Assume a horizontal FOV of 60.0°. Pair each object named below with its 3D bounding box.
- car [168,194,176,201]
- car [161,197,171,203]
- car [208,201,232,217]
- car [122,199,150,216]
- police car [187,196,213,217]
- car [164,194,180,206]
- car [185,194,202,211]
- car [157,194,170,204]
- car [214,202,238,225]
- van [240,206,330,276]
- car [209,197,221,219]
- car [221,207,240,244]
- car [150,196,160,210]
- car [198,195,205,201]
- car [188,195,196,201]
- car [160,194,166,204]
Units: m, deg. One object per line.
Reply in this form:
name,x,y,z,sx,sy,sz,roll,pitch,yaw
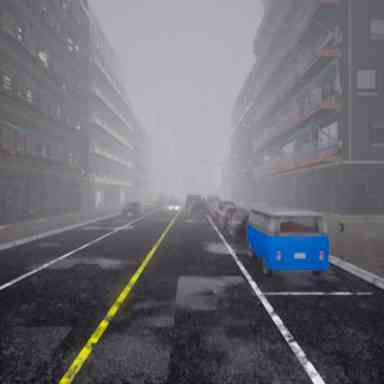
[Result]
car,-5.675,1.452,94.688,2.192,1.841,5.009,0,0,0
car,-5.680,1.692,72.142,1.802,1.307,4.206,0,0,0
car,2.696,1.607,32.681,2.008,1.369,4.403,0,0,0
car,-5.685,1.622,32.685,1.947,1.339,4.313,0,0,0
police car,0.766,1.479,32.294,1.930,1.638,5.238,0,0,0
car,-3.054,1.582,57.153,2.128,1.511,4.902,0,0,0
car,0.439,1.284,42.265,2.150,2.045,5.566,-1,0,6
car,-5.679,1.418,66.506,2.192,1.841,5.009,0,0,0
car,2.694,1.583,21.409,1.887,1.381,4.507,0,0,0
van,2.693,1.360,10.136,1.690,1.788,3.998,0,0,0
car,2.695,1.487,27.046,1.967,1.590,4.097,0,0,0
car,2.693,1.594,15.772,1.947,1.339,4.313,0,0,0
car,-5.683,1.598,43.789,1.752,1.417,4.829,0,0,0
car,2.704,1.663,94.852,1.752,1.417,4.829,0,0,0
car,0.010,1.569,82.731,2.033,1.411,5.357,0,0,0
car,-5.681,1.536,60.869,1.967,1.590,4.097,0,0,0
